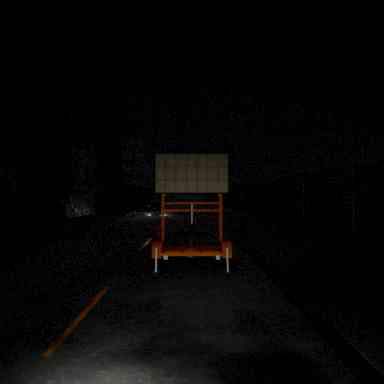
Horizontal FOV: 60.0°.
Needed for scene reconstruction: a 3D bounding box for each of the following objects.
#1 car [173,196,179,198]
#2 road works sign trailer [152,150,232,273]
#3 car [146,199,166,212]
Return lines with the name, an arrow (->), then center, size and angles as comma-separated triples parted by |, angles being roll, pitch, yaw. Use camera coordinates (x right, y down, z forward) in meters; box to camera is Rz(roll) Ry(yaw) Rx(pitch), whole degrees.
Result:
car -> -4.029, 1.154, 79.570 | 2.033, 1.411, 5.357 | 0, 0, 0
road works sign trailer -> -0.004, 0.464, 10.652 | 2.380, 3.560, 2.880 | 0, 0, 0
car -> -4.114, 1.525, 38.967 | 1.812, 1.442, 4.674 | 0, 0, 0
